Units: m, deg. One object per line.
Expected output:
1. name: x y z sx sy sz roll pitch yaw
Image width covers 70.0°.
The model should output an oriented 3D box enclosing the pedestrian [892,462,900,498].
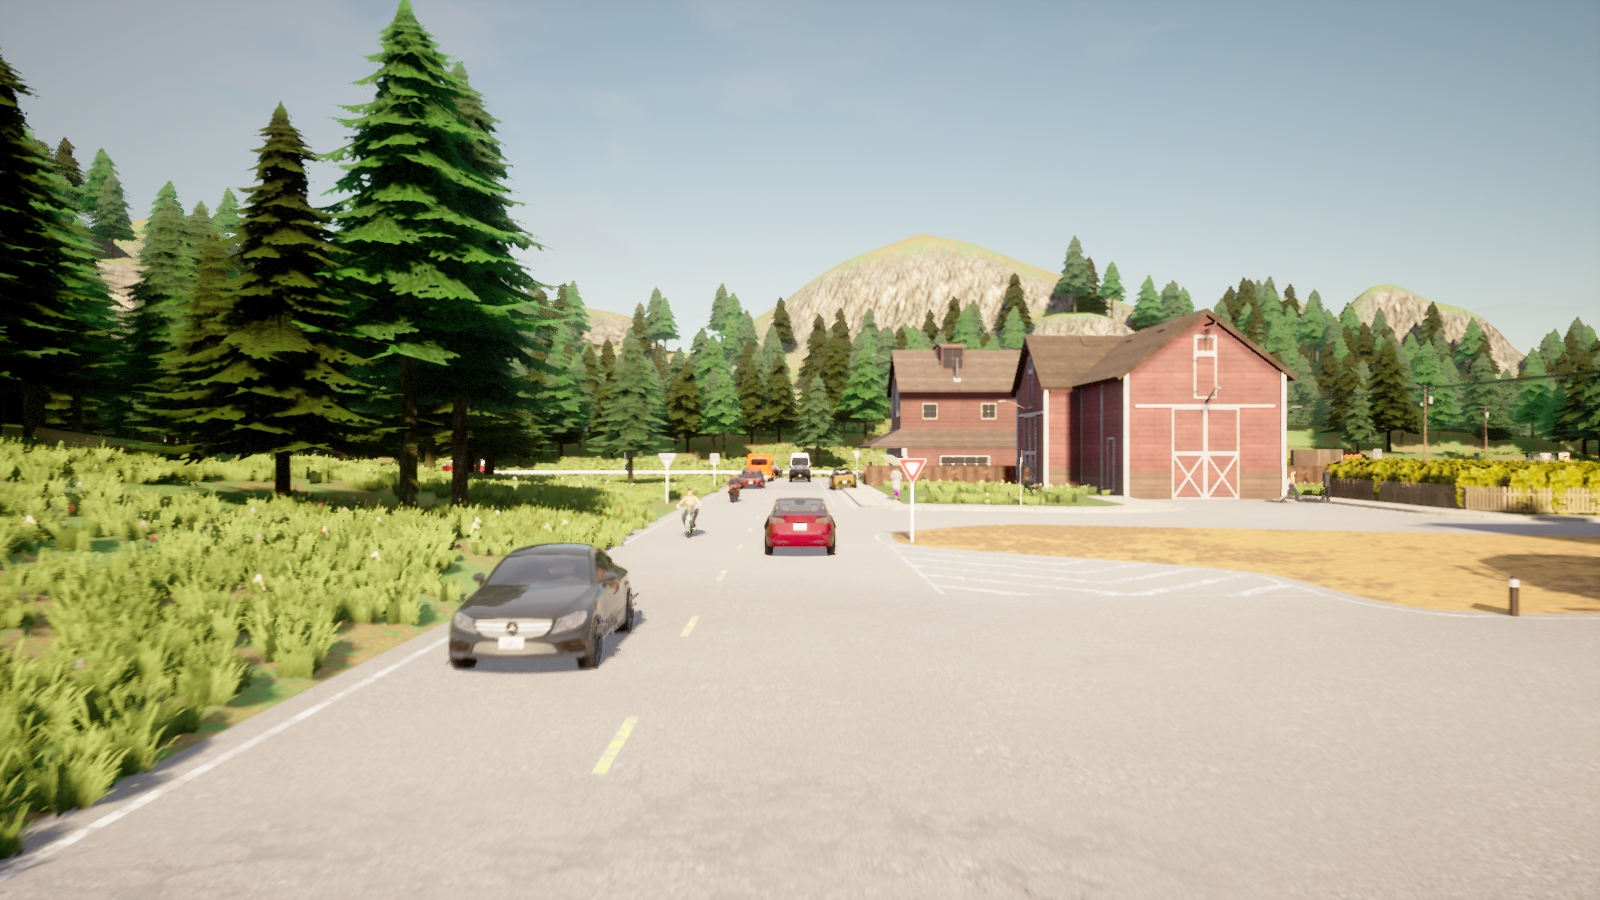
1. pedestrian: 5.003 1.556 59.593 0.375 1.860 0.375 0 0 -1

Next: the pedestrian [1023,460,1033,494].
1. pedestrian: 12.599 1.494 63.048 0.375 1.860 0.375 0 0 -39

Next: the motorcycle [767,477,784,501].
1. motorcycle: -1.300 2.065 60.939 0.867 1.251 2.209 0 0 0

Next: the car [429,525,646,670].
1. car: -3.502 1.941 16.185 2.002 1.442 4.674 0 0 0

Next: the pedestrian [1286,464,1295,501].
1. pedestrian: 24.801 1.617 57.733 0.375 1.860 0.375 0 0 19

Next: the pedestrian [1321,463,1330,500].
1. pedestrian: 26.423 1.575 57.467 0.375 1.860 0.375 0 0 27

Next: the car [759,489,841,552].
1. car: 0.001 1.923 32.321 2.163 1.488 4.792 0 0 0
